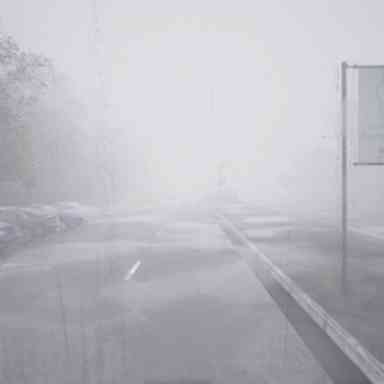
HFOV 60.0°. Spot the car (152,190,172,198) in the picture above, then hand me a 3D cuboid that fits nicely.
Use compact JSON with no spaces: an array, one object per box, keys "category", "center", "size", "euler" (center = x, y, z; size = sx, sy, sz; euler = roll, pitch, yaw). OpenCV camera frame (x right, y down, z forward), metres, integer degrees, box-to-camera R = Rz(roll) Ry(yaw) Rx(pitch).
[{"category":"car","center":[-8.418,0.628,94.140],"size":[5.566,2.045,2.435],"euler":[-1,0,0]}]

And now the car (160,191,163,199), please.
[{"category":"car","center":[-8.347,0.800,63.507],"size":[4.553,1.767,2.185],"euler":[-1,0,0]}]

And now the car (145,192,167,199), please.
[{"category":"car","center":[-8.398,0.895,77.431],"size":[5.008,1.535,2.097],"euler":[-1,0,0]}]

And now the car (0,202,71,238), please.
[{"category":"car","center":[-8.344,1.414,14.679],"size":[4.892,1.521,2.231],"euler":[-1,1,0]}]

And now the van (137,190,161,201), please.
[{"category":"van","center":[-8.499,0.693,66.287],"size":[4.442,1.987,1.878],"euler":[-1,0,0]}]

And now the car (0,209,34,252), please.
[{"category":"car","center":[-8.345,1.491,11.404],"size":[4.674,1.452,2.002],"euler":[-1,1,0]}]

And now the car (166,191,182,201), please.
[{"category":"car","center":[-3.321,0.895,62.959],"size":[1.837,1.490,4.892],"euler":[-1,0,1]}]

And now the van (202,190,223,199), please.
[{"category":"van","center":[4.563,0.529,74.774],"size":[4.442,1.987,1.878],"euler":[-1,0,0]}]

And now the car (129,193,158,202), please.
[{"category":"car","center":[-8.373,0.991,57.939],"size":[4.674,1.452,2.002],"euler":[-1,0,0]}]

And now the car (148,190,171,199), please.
[{"category":"car","center":[-8.398,0.628,85.784],"size":[5.566,2.045,2.435],"euler":[-1,0,0]}]

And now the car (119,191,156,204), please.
[{"category":"car","center":[-8.361,1.012,49.584],"size":[5.008,1.535,2.097],"euler":[-1,1,0]}]

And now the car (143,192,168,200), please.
[{"category":"car","center":[-8.211,0.895,74.645],"size":[5.366,1.575,1.946],"euler":[-1,0,0]}]

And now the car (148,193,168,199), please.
[{"category":"car","center":[-8.445,0.913,83.001],"size":[4.792,1.488,2.163],"euler":[-1,0,0]}]

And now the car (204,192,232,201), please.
[{"category":"car","center":[4.699,0.790,60.758],"size":[4.892,1.521,2.231],"euler":[-1,0,0]}]

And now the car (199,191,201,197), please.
[{"category":"car","center":[4.671,0.529,63.563],"size":[5.566,2.045,2.435],"euler":[-1,0,0]}]

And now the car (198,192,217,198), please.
[{"category":"car","center":[4.449,0.731,94.395],"size":[5.366,1.575,1.946],"euler":[-1,0,0]}]

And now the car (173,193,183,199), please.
[{"category":"car","center":[-3.323,0.874,79.198],"size":[2.033,1.411,5.357],"euler":[-1,0,0]}]

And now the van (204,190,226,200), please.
[{"category":"van","center":[4.807,0.538,69.168],"size":[4.442,1.987,1.878],"euler":[-1,0,0]}]

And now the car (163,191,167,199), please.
[{"category":"car","center":[-8.388,0.946,71.860],"size":[4.674,1.452,2.002],"euler":[-1,0,0]}]

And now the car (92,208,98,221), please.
[{"category":"car","center":[-8.350,1.378,21.101],"size":[4.674,1.452,2.002],"euler":[-1,1,0]}]

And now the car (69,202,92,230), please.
[{"category":"car","center":[-8.357,1.375,17.952],"size":[5.008,1.535,2.097],"euler":[-1,1,0]}]

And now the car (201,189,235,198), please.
[{"category":"car","center":[4.678,0.570,55.152],"size":[5.566,2.045,2.435],"euler":[-1,0,0]}]

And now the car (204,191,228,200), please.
[{"category":"car","center":[4.728,0.644,66.364],"size":[4.553,1.767,2.185],"euler":[-1,0,0]}]

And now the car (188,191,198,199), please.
[{"category":"car","center":[-0.072,0.818,78.695],"size":[1.837,1.490,4.892],"euler":[-1,0,0]}]

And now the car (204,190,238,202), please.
[{"category":"car","center":[4.717,0.843,52.353],"size":[4.892,1.521,2.231],"euler":[-1,0,0]}]

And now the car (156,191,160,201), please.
[{"category":"car","center":[-8.374,0.967,55.152],"size":[5.008,1.535,2.097],"euler":[-1,0,0]}]
